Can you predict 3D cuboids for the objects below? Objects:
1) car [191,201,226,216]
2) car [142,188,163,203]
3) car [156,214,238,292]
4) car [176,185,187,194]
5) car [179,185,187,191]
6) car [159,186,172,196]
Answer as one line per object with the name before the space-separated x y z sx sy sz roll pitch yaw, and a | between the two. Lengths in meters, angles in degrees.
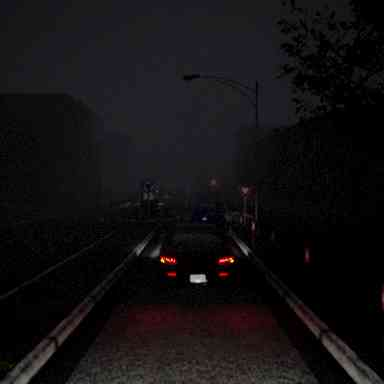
car | 1.167 1.334 21.784 1.882 1.535 5.008 0 2 10
car | -5.410 0.636 44.863 1.812 1.442 4.674 0 4 -1
car | 0.097 1.564 8.954 1.812 1.442 4.674 0 0 0
car | -2.268 -0.372 69.836 1.895 1.301 4.718 0 3 0
car | -2.419 -1.124 87.332 1.882 1.535 5.008 0 2 0
car | -5.407 -0.189 60.866 2.097 1.767 4.553 0 3 0
